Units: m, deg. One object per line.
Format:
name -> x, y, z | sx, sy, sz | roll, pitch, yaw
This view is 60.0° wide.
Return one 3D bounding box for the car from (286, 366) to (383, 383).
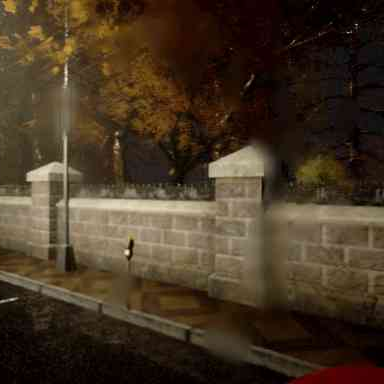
car -> 2.316, 1.555, 1.071 | 4.507, 1.381, 1.887 | 0, 0, 35
